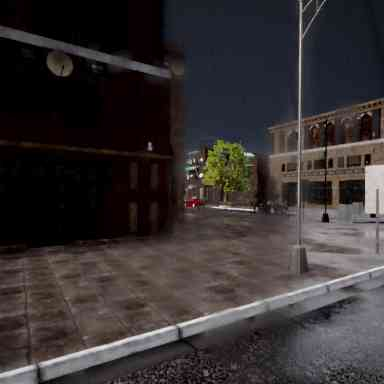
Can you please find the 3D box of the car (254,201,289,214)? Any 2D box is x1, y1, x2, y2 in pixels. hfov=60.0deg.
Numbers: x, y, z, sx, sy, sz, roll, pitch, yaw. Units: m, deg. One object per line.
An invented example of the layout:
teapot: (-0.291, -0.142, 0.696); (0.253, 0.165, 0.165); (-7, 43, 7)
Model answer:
car: (8.480, 1.624, 35.978); (2.008, 1.369, 4.403); (1, -1, -27)

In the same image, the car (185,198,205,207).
car: (0.397, 1.621, 51.452); (1.887, 1.381, 4.507); (1, -1, -27)
